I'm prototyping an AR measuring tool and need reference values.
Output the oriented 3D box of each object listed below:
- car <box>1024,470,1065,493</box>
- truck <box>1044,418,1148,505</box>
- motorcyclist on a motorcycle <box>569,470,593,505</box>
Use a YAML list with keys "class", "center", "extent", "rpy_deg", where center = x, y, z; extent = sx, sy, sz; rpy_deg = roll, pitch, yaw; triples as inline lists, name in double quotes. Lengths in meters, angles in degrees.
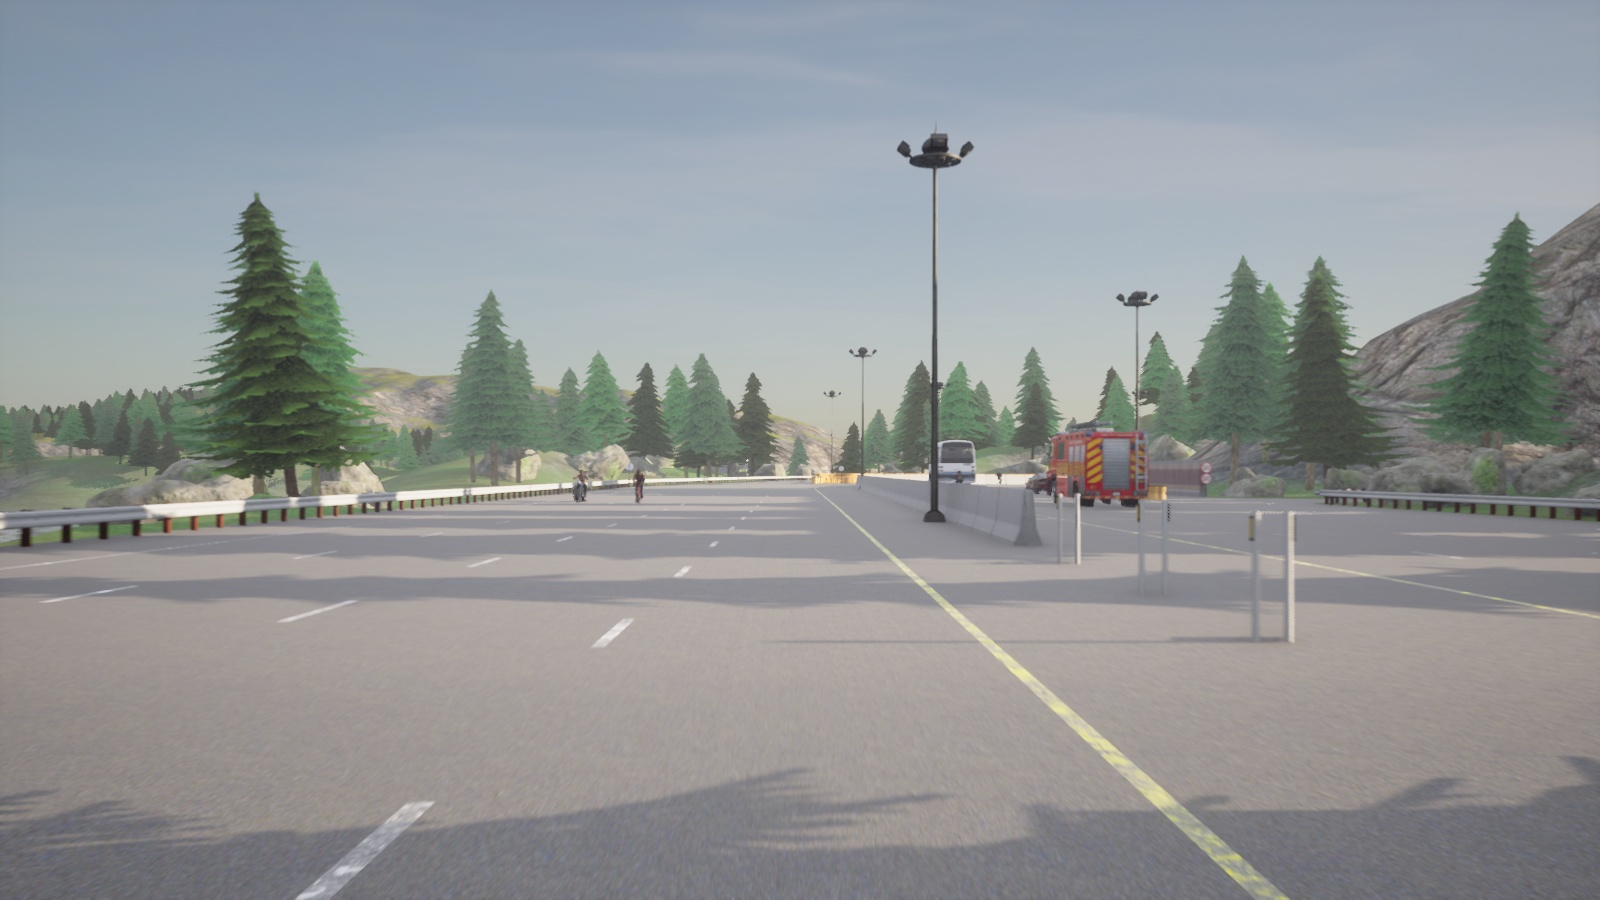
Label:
- class: "car"
  center: [17.203, 2.199, 88.440]
  extent: [1.882, 1.535, 5.008]
  rpy_deg: [0, -1, 0]
- class: "truck"
  center: [13.847, 0.588, 59.540]
  extent: [2.891, 3.827, 8.468]
  rpy_deg: [0, -1, 0]
- class: "motorcyclist on a motorcycle"
  center: [-10.657, 1.828, 61.170]
  extent: [0.766, 1.649, 2.350]
  rpy_deg: [0, -1, 0]
